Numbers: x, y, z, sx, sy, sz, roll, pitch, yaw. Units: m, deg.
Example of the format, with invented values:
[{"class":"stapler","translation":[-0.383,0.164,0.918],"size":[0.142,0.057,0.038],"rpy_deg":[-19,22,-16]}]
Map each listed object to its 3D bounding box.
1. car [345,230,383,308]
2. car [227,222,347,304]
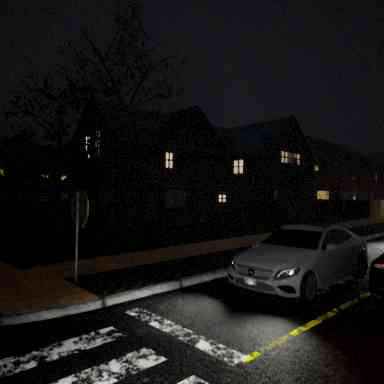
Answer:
[{"class":"car","translation":[5.306,1.481,6.787],"size":[4.902,1.511,2.128],"rpy_deg":[0,0,-42]},{"class":"car","translation":[2.868,1.538,8.376],"size":[4.674,1.442,1.812],"rpy_deg":[0,0,-44]}]
